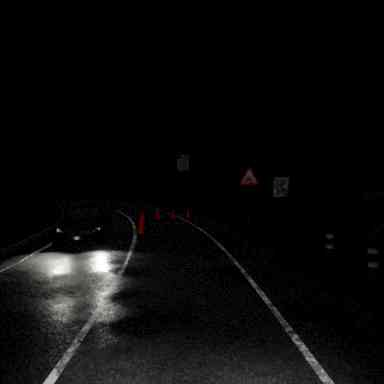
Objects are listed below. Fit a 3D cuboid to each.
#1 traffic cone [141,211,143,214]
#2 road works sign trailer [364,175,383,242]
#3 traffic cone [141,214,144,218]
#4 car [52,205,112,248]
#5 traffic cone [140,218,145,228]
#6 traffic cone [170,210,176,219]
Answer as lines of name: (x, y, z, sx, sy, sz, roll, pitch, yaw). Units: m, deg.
traffic cone: (-2.956, 1.557, 19.702, 0.340, 0.580, 0.340, -1, 2, -8)
road works sign trailer: (7.394, 0.814, 10.789, 2.380, 2.880, 3.560, 43, 2, -1)
traffic cone: (-2.683, 1.610, 17.721, 0.340, 0.580, 0.340, -1, 2, -8)
car: (-4.419, 1.304, 14.015, 1.812, 1.442, 4.674, -1, 1, -9)
traffic cone: (-2.410, 1.661, 15.740, 0.340, 0.580, 0.340, -1, 2, -8)
traffic cone: (-1.256, 1.453, 21.945, 0.340, 0.580, 0.340, -1, 2, -7)
